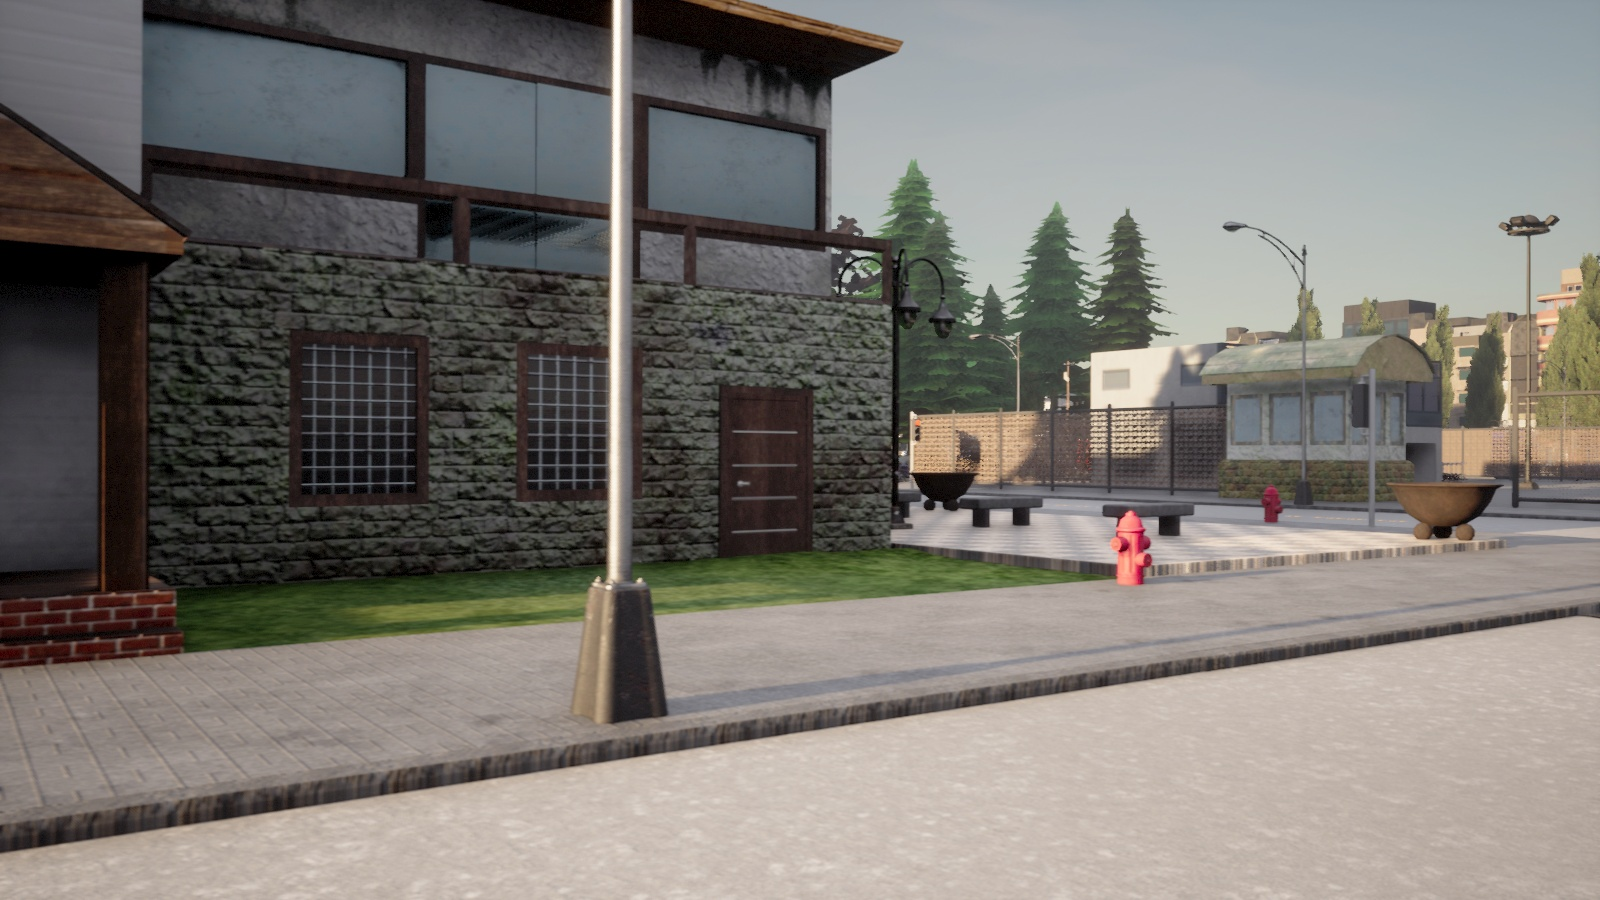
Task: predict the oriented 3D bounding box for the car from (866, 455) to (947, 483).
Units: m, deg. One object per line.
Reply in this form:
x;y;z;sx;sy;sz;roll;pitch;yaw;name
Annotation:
5.826;0.999;68.409;4.193;1.474;1.816;0;0;-35;car

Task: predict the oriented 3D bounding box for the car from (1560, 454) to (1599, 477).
50.807;0.969;79.775;1.970;1.475;3.806;0;0;-35;car

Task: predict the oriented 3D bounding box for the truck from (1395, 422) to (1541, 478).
43.478;0.033;81.881;7.936;3.462;2.891;0;0;42;truck
